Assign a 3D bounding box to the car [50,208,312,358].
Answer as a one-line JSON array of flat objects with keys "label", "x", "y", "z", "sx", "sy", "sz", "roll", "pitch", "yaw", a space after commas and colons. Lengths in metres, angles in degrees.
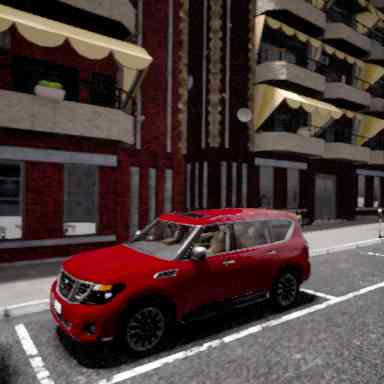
[{"label": "car", "x": 0.145, "y": 1.289, "z": 6.181, "sx": 5.009, "sy": 1.841, "sz": 2.192, "roll": -1, "pitch": 2, "yaw": -36}]
